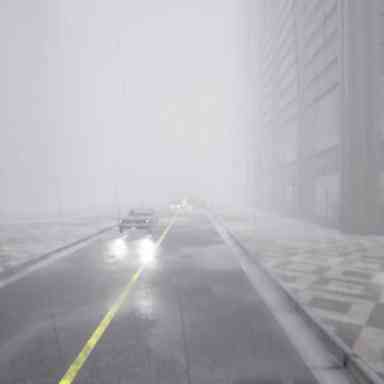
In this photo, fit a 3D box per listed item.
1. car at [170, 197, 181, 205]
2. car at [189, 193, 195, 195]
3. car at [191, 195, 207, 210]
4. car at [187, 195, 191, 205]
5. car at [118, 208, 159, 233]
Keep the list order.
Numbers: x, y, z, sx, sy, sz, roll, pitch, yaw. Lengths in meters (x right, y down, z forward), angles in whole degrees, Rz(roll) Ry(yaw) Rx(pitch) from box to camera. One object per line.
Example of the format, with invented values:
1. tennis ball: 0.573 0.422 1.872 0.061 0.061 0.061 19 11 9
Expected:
1. car: -3.003 1.634 62.463 2.128 1.511 4.902 0 0 0
2. car: 0.020 1.360 89.938 2.150 2.045 5.566 0 0 0
3. car: 1.060 1.550 45.240 1.801 1.575 5.366 0 0 0
4. car: 0.015 1.701 62.086 1.994 1.385 4.181 0 0 0
5. car: -3.094 1.636 19.910 1.895 1.301 4.718 0 0 0
